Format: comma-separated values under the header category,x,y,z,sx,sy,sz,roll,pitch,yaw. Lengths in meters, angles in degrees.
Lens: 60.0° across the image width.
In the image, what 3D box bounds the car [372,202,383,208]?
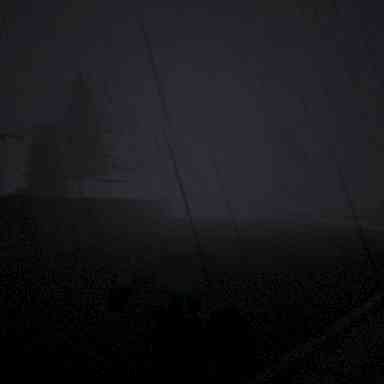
category,x,y,z,sx,sy,sz,roll,pitch,yaw
car,46.000,3.081,79.863,4.902,1.511,2.128,-1,-2,-19

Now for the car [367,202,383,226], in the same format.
category,x,y,z,sx,sy,sz,roll,pitch,yaw
car,15.696,1.871,26.190,2.097,1.767,4.553,-2,-2,4
